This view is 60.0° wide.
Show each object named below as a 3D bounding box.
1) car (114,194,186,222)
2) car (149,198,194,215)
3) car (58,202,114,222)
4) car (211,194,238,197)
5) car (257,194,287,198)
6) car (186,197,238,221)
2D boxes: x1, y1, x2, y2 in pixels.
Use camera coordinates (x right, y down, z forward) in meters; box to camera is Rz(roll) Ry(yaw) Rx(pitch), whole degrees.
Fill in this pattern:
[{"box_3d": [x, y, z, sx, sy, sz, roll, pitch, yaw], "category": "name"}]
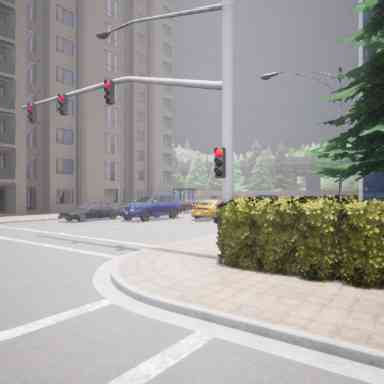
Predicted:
[{"box_3d": [-3.225, 1.221, 26.916, 2.150, 2.045, 5.566, 0, 0, 36], "category": "car"}, {"box_3d": [-2.043, 1.478, 34.439, 1.882, 1.535, 5.008, 0, 0, 36], "category": "car"}, {"box_3d": [-7.847, 1.547, 26.530, 2.033, 1.411, 5.357, 0, 0, 36], "category": "car"}, {"box_3d": [3.119, 1.221, 35.551, 2.150, 2.045, 5.566, 0, 0, 36], "category": "car"}, {"box_3d": [7.363, 1.221, 29.193, 2.150, 2.045, 5.566, 0, 0, 36], "category": "car"}, {"box_3d": [1.955, 1.477, 27.728, 1.882, 1.535, 5.008, 0, 0, 36], "category": "car"}]
